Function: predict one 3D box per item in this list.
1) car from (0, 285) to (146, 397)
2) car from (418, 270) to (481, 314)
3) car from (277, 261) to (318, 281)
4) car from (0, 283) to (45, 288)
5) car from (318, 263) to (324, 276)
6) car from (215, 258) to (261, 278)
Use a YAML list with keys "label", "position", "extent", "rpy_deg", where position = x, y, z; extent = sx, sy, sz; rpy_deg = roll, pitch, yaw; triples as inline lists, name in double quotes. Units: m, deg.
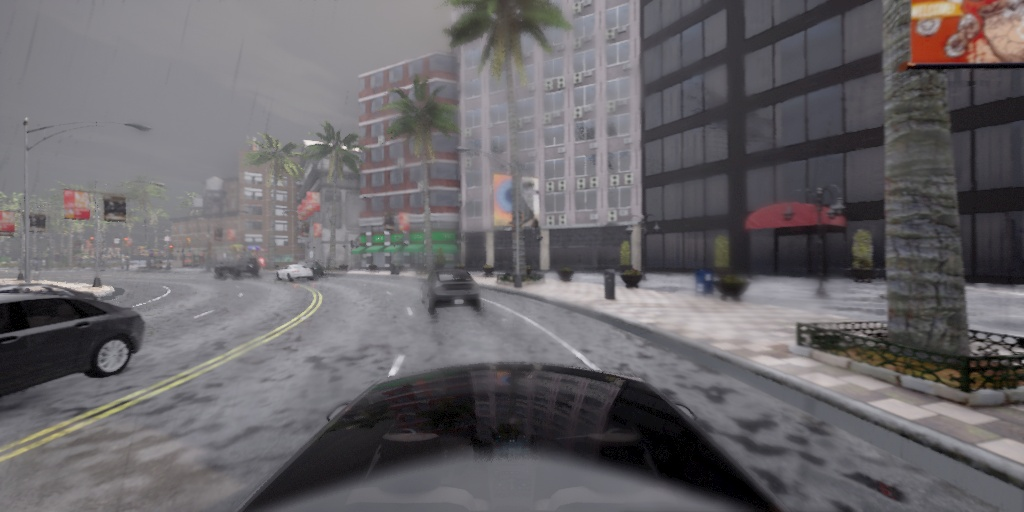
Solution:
- label: "car"
  position: [-7.592, 1.335, 4.702]
  extent: [1.837, 1.490, 4.892]
  rpy_deg: [-1, 0, -8]
- label: "car"
  position: [-2.535, 1.281, 14.209]
  extent: [1.837, 1.490, 4.892]
  rpy_deg: [0, 0, -19]
- label: "car"
  position: [-19.758, 1.482, 32.628]
  extent: [4.674, 1.442, 1.812]
  rpy_deg: [0, 0, 41]
- label: "car"
  position: [-11.611, 1.364, 7.627]
  extent: [2.128, 1.511, 4.902]
  rpy_deg: [-1, 0, -15]
- label: "car"
  position: [-22.523, 1.336, 38.940]
  extent: [4.553, 1.767, 2.097]
  rpy_deg: [-1, 0, 34]
- label: "car"
  position: [-30.103, 1.283, 39.390]
  extent: [5.566, 2.045, 2.150]
  rpy_deg: [-1, 0, 27]
